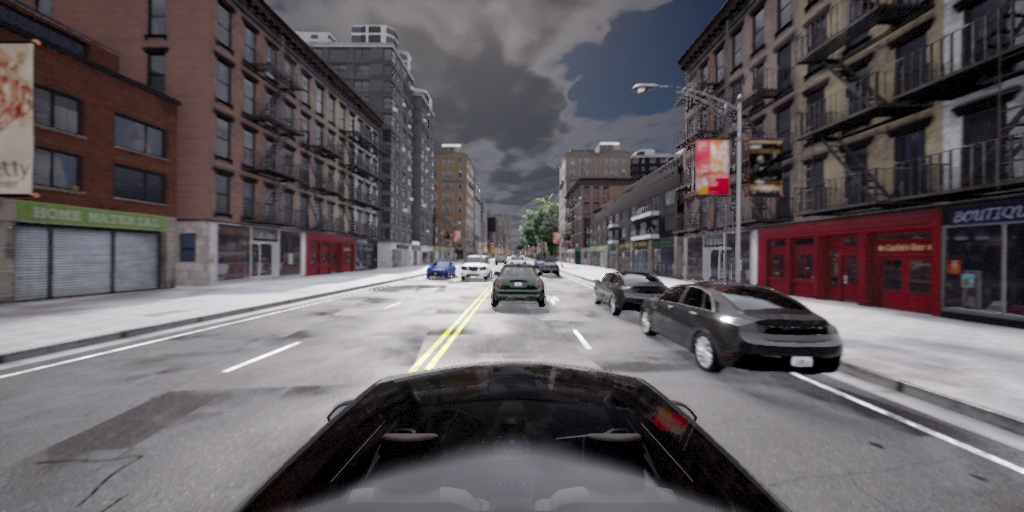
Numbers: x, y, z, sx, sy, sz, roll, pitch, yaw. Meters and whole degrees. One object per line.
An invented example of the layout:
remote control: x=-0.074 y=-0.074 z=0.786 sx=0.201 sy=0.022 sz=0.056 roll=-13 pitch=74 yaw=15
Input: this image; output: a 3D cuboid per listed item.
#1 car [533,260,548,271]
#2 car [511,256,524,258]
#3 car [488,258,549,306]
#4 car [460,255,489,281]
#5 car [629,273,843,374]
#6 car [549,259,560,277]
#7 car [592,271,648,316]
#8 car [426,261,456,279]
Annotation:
car: x=3.941 y=1.296 z=49.913 sx=1.812 sy=1.442 sz=4.674 roll=1 pitch=0 yaw=1
car: x=0.727 y=0.965 z=46.156 sx=2.150 sy=2.045 sz=5.566 roll=1 pitch=0 yaw=1
car: x=0.277 y=1.118 z=15.954 sx=2.097 sy=1.767 sz=4.553 roll=1 pitch=0 yaw=1
car: x=-2.956 y=0.949 z=30.354 sx=2.150 sy=2.045 sz=5.566 roll=1 pitch=0 yaw=1
car: x=4.278 y=1.302 z=7.666 sx=1.837 sy=1.490 sz=4.892 roll=1 pitch=0 yaw=1
car: x=3.764 y=1.288 z=36.497 sx=1.837 sy=1.490 sz=4.892 roll=1 pitch=0 yaw=2
car: x=4.367 y=1.308 z=13.665 sx=1.837 sy=1.490 sz=4.892 roll=1 pitch=0 yaw=1
car: x=-6.186 y=1.173 z=31.716 sx=1.882 sy=1.535 sz=5.008 roll=1 pitch=0 yaw=1
